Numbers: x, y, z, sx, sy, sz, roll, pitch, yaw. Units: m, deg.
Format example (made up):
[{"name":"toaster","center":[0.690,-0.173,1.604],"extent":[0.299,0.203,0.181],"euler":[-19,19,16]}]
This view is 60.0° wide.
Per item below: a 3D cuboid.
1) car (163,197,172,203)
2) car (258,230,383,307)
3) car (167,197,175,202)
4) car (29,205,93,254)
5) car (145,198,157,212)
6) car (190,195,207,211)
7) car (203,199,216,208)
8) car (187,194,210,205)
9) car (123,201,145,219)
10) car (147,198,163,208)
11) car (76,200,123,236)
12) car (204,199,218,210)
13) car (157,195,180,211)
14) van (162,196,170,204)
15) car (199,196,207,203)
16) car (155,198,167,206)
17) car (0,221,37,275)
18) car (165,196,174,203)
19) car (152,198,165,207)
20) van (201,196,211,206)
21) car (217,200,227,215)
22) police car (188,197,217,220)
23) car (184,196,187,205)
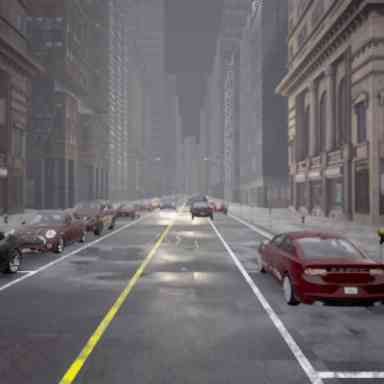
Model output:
[{"name":"car","center":[-5.869,1.989,80.806],"extent":[1.802,1.307,4.206],"euler":[0,0,0]},{"name":"car","center":[2.755,1.585,8.001],"extent":[1.887,1.381,4.507],"euler":[0,0,0]},{"name":"car","center":[-5.884,2.030,92.010],"extent":[1.947,1.339,4.313],"euler":[0,0,0]},{"name":"car","center":[-5.778,1.508,13.587],"extent":[1.967,1.590,4.097],"euler":[0,0,0]},{"name":"car","center":[-5.816,1.790,41.594],"extent":[1.802,1.307,4.206],"euler":[0,0,0]},{"name":"car","center":[0.838,1.453,45.722],"extent":[2.150,2.045,5.566],"euler":[0,0,0]},{"name":"car","center":[2.694,1.809,52.818],"extent":[1.887,1.381,4.507],"euler":[0,0,0]},{"name":"car","center":[0.767,1.421,39.713],"extent":[2.150,2.045,5.566],"euler":[0,0,-1]},{"name":"car","center":[-5.801,1.696,30.391],"extent":[1.887,1.381,4.507],"euler":[0,0,0]},{"name":"car","center":[-5.831,1.705,52.798],"extent":[1.967,1.590,4.097],"euler":[0,0,0]},{"name":"car","center":[-5.785,1.410,19.189],"extent":[2.192,1.841,5.009],"euler":[0,0,0]},{"name":"car","center":[2.701,1.762,47.386],"extent":[1.752,1.417,4.829],"euler":[0,0,0]},{"name":"car","center":[-3.148,1.574,44.630],"extent":[2.097,1.767,4.553],"euler":[0,0,0]},{"name":"van","center":[-5.861,1.720,75.206],"extent":[1.690,1.788,3.998],"euler":[0,0,0]},{"name":"car","center":[2.657,1.847,80.829],"extent":[1.967,1.590,4.097],"euler":[0,0,0]},{"name":"car","center":[-5.846,1.866,64.002],"extent":[1.887,1.381,4.507],"euler":[0,0,0]},{"name":"car","center":[-5.771,1.606,7.984],"extent":[1.947,1.339,4.313],"euler":[0,0,0]},{"name":"car","center":[-5.876,1.876,86.409],"extent":[1.967,1.590,4.097],"euler":[0,0,0]},{"name":"car","center":[-5.839,1.838,58.399],"extent":[1.887,1.381,4.507],"euler":[0,0,0]},{"name":"van","center":[2.680,1.662,64.023],"extent":[1.690,1.788,3.998],"euler":[0,0,0]},{"name":"car","center":[2.717,1.619,36.012],"extent":[1.967,1.590,4.097],"euler":[0,0,0]},{"name":"police car","center":[0.859,1.573,29.800],"extent":[1.930,1.638,5.238],"euler":[0,0,0]},{"name":"car","center":[-0.087,1.886,64.045],"extent":[1.994,1.385,4.181],"euler":[0,0,0]}]
